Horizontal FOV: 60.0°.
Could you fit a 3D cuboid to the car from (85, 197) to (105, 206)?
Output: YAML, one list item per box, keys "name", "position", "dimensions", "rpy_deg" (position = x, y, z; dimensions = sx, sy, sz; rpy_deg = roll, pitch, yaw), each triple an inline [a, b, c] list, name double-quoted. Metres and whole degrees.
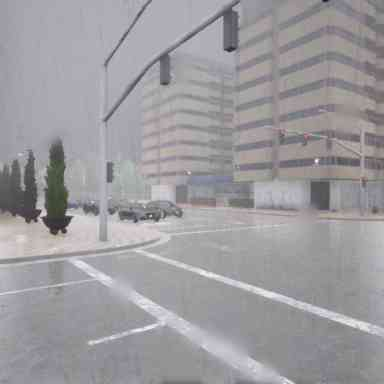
- name: "car"
  position: [-16.407, 1.564, 55.918]
  dimensions: [1.994, 1.385, 4.181]
  rpy_deg: [0, 0, -35]

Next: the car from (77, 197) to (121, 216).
- name: "car"
  position: [-9.429, 1.547, 33.362]
  dimensions: [2.033, 1.411, 5.357]
  rpy_deg: [0, 0, -35]

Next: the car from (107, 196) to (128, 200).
- name: "car"
  position: [-7.912, 1.491, 37.308]
  dimensions: [2.128, 1.511, 4.902]
  rpy_deg: [0, 0, -35]

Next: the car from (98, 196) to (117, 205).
- name: "car"
  position: [-15.555, 1.526, 60.807]
  dimensions: [1.812, 1.442, 4.674]
  rpy_deg: [0, 0, -35]

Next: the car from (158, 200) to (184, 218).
- name: "car"
  position: [-2.612, 1.505, 29.718]
  dimensions: [1.837, 1.490, 4.892]
  rpy_deg: [0, 0, -35]

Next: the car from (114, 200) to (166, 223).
- name: "car"
  position: [-4.135, 1.564, 25.786]
  dimensions: [1.994, 1.385, 4.181]
  rpy_deg: [0, 0, -35]

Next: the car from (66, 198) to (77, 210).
- name: "car"
  position: [-16.155, 1.478, 43.011]
  dimensions: [1.882, 1.535, 5.008]
  rpy_deg: [0, 0, -35]

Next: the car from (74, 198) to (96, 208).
- name: "car"
  position: [-15.616, 1.564, 48.368]
  dimensions: [1.994, 1.385, 4.181]
  rpy_deg: [0, 0, -35]
